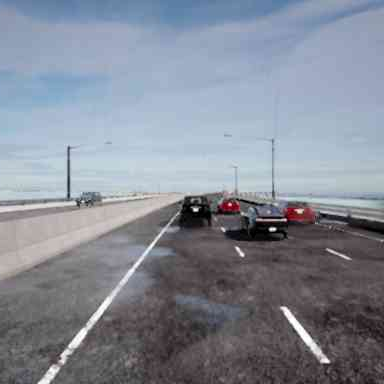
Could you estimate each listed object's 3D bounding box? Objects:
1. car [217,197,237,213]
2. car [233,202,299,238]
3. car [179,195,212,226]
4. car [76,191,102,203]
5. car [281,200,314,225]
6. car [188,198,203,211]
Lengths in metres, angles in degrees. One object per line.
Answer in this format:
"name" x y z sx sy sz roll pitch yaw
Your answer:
"car" 3.916 1.352 36.305 2.097 1.767 4.553 0 0 1
"car" 3.695 1.496 17.598 2.128 1.511 4.902 0 0 0
"car" 0.250 1.224 23.616 2.150 2.045 5.566 0 0 1
"car" -13.563 0.869 44.240 2.150 2.045 5.566 0 0 1
"car" 7.261 1.358 24.457 2.097 1.767 4.553 0 0 1
"car" 0.500 1.522 42.413 1.812 1.442 4.674 0 0 1
